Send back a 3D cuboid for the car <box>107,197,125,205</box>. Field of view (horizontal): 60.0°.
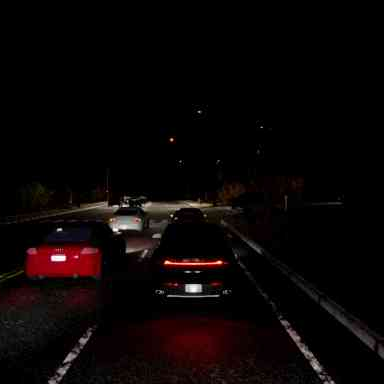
[{"bbox_3d":[-12.129,1.616,52.938,1.812,1.442,4.674,0,0,-5],"label":"car"}]

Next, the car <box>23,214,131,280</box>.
[{"bbox_3d":[-3.259,1.570,10.023,1.994,1.385,4.181,0,0,-1],"label":"car"}]

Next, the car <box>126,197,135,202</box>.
[{"bbox_3d":[-15.174,1.807,81.998,1.895,1.301,4.718,0,0,-8],"label":"car"}]

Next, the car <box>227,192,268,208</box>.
[{"bbox_3d":[6.262,0.836,37.975,4.553,1.767,2.097,-3,0,-5],"label":"car"}]

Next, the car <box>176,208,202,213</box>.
[{"bbox_3d":[-0.180,1.561,17.899,2.033,1.411,5.357,0,0,-2],"label":"car"}]

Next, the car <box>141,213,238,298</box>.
[{"bbox_3d":[0.013,1.509,8.491,1.837,1.490,4.892,0,0,0],"label":"car"}]

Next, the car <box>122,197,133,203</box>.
[{"bbox_3d":[-13.904,1.715,71.753,1.994,1.385,4.181,0,0,-7],"label":"car"}]

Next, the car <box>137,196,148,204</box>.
[{"bbox_3d":[-10.558,1.684,71.099,2.128,1.511,4.902,0,0,-6],"label":"car"}]

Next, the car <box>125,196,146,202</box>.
[{"bbox_3d":[-8.813,1.579,52.273,2.128,1.511,4.902,0,0,-5],"label":"car"}]

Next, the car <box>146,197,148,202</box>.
[{"bbox_3d":[-9.591,1.685,61.126,1.994,1.385,4.181,0,0,-5],"label":"car"}]

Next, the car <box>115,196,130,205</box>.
[{"bbox_3d":[-12.931,1.615,62.027,2.128,1.511,4.902,0,0,-5],"label":"car"}]

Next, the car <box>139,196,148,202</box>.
[{"bbox_3d":[-11.799,1.732,81.238,2.128,1.511,4.902,0,0,-7],"label":"car"}]

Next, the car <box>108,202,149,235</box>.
[{"bbox_3d":[-3.479,1.540,18.768,1.812,1.442,4.674,0,0,-3],"label":"car"}]

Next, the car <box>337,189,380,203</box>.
[{"bbox_3d":[19.357,0.413,38.674,4.674,1.442,1.812,-3,0,-3],"label":"car"}]
